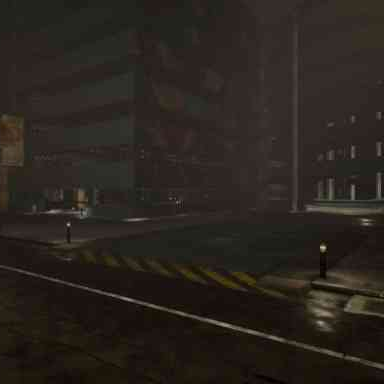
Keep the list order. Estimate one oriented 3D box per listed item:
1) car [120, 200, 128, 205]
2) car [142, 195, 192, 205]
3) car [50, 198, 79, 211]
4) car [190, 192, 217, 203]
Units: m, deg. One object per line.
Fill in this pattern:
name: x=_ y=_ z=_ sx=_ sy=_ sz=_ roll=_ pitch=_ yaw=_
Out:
car: x=-8.023 y=1.463 z=47.389 sx=4.718 sy=1.301 sz=1.895 roll=0 pitch=0 yaw=35
car: x=-2.701 y=1.320 z=34.487 sx=4.674 sy=1.452 sz=2.002 roll=0 pitch=0 yaw=35
car: x=-15.045 y=1.413 z=38.146 sx=4.786 sy=1.482 sz=2.161 roll=0 pitch=0 yaw=35
car: x=1.952 y=1.029 z=62.991 sx=5.566 sy=2.045 sz=2.435 roll=0 pitch=0 yaw=35
